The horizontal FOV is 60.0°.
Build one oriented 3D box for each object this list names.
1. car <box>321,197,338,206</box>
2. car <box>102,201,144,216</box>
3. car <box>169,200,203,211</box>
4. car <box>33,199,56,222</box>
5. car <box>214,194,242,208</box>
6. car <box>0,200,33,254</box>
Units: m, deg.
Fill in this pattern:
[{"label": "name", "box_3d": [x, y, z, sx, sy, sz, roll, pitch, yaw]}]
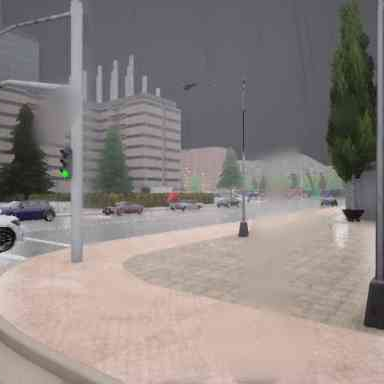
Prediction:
[{"label": "car", "box_3d": [22.259, 1.526, 53.993, 1.812, 1.442, 4.674, 0, 0, 36]}, {"label": "car", "box_3d": [-6.651, 1.564, 32.437, 1.994, 1.385, 4.181, 0, 0, 36]}, {"label": "car", "box_3d": [-0.679, 1.601, 40.630, 1.895, 1.301, 4.718, 0, 0, 36]}, {"label": "car", "box_3d": [-12.495, 1.352, 24.387, 2.097, 1.767, 4.553, 0, 0, 36]}, {"label": "car", "box_3d": [5.470, 1.505, 49.020, 1.837, 1.490, 4.892, 0, 0, 37]}, {"label": "car", "box_3d": [-8.779, 1.221, 11.304, 2.150, 2.045, 5.566, 0, 0, 36]}]
